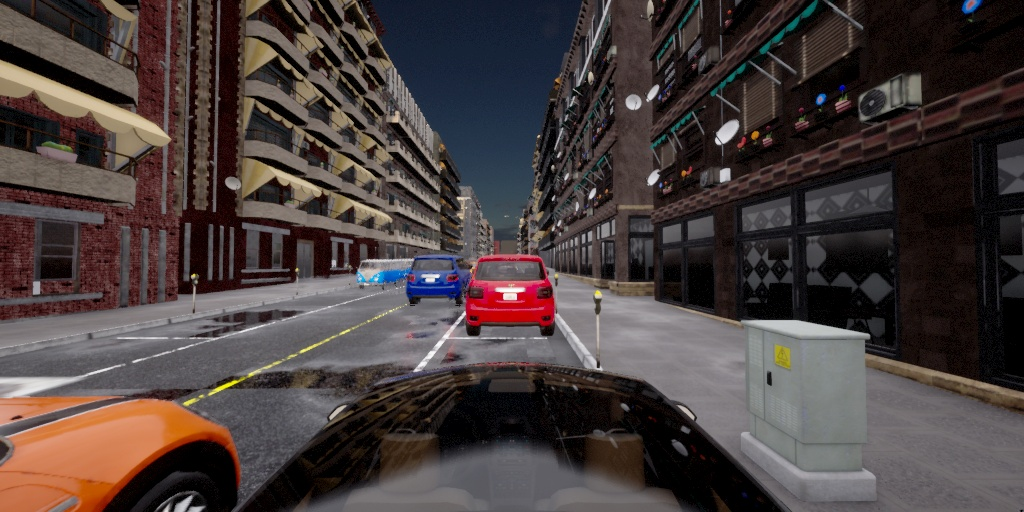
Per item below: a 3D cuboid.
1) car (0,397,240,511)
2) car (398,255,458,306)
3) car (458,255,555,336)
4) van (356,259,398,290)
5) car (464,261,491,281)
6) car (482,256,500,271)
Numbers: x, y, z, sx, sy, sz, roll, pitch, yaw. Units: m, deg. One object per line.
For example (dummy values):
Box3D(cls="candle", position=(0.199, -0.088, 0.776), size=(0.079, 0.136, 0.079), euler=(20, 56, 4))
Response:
Box3D(cls="car", position=(-2.931, 1.101, 0.587), size=(2.097, 1.767, 4.553), euler=(0, 0, 0))
Box3D(cls="car", position=(-3.021, 0.983, 15.993), size=(2.150, 2.045, 5.566), euler=(0, 0, 0))
Box3D(cls="car", position=(-0.040, 0.983, 10.533), size=(2.150, 2.045, 5.566), euler=(0, 0, 0))
Box3D(cls="van", position=(-8.335, 1.108, 22.603), size=(1.690, 1.789, 3.998), euler=(0, 0, 0))
Box3D(cls="car", position=(-2.931, 1.261, 31.589), size=(1.882, 1.535, 5.008), euler=(0, 0, 0))
Box3D(cls="car", position=(-2.924, 1.050, 50.800), size=(2.150, 2.045, 5.566), euler=(0, 0, 0))
